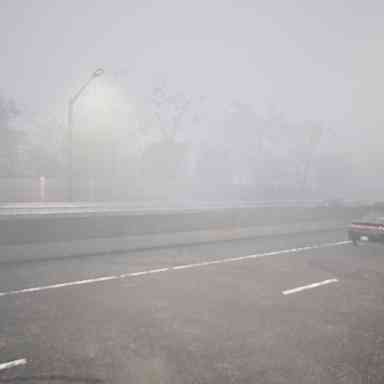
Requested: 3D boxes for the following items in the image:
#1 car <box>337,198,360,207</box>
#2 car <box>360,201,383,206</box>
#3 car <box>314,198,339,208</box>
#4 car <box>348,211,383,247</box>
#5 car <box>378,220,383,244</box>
[{"bbox_3d":[19.546,1.783,39.400,4.181,1.385,1.994,0,0,-35],"label":"car"},{"bbox_3d":[20.541,1.717,35.815,4.892,1.490,1.837,0,0,-35],"label":"car"},{"bbox_3d":[17.596,1.571,42.305,4.553,1.767,2.097,0,0,-35],"label":"car"},{"bbox_3d":[8.590,1.576,14.169,4.902,1.511,2.128,0,0,-35],"label":"car"},{"bbox_3d":[7.231,1.539,8.899,5.008,1.535,1.882,0,0,-35],"label":"car"}]
